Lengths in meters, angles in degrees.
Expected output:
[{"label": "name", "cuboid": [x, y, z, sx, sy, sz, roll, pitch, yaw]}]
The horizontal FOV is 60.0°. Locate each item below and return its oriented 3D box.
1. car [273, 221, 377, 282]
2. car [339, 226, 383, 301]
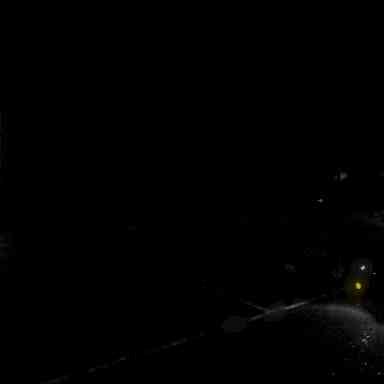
[{"label": "car", "cuboid": [4.255, 1.545, 9.690, 4.313, 1.339, 1.947, 0, 0, -36]}, {"label": "car", "cuboid": [5.328, 1.544, 7.185, 4.181, 1.385, 1.994, 0, 0, -36]}]
